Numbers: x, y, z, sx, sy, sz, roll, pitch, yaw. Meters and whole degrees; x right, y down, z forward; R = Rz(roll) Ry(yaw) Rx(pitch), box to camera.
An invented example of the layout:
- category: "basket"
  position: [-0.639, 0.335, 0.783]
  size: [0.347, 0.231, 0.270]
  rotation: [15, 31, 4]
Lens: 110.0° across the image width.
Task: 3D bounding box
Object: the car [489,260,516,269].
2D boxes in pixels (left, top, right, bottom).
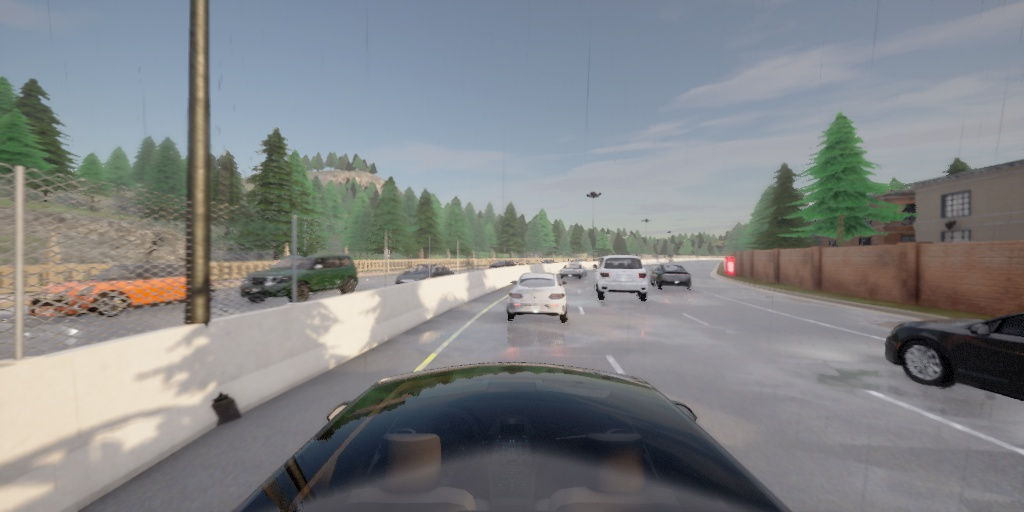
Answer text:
- category: "car"
  position: [-1.322, 1.294, 51.956]
  size: [2.033, 1.411, 5.357]
  rotation: [0, 0, 28]

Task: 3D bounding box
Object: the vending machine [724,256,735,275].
- category: "vending machine"
  position: [22.746, 1.047, 37.416]
  size: [1.100, 2.100, 0.880]
  rotation: [0, 0, 27]

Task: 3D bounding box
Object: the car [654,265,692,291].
- category: "car"
  position: [10.015, 1.287, 22.841]
  size: [2.128, 1.511, 4.902]
  rotation: [0, 0, 14]

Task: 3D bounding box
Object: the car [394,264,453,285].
- category: "car"
  position: [-4.966, 1.221, 20.840]
  size: [2.128, 1.511, 4.902]
  rotation: [0, 0, 12]

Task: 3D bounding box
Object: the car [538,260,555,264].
- category: "car"
  position: [5.542, 1.341, 57.075]
  size: [1.994, 1.385, 4.181]
  rotation: [0, 0, 31]

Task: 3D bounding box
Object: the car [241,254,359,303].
- category: "car"
  position: [-9.305, 0.931, 16.422]
  size: [2.150, 2.045, 5.566]
  rotation: [0, 0, 8]

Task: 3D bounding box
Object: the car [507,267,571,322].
- category: "car"
  position: [0.914, 1.280, 12.323]
  size: [1.812, 1.442, 4.674]
  rotation: [0, 0, 6]

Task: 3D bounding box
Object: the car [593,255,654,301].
- category: "car"
  position: [5.312, 0.996, 17.965]
  size: [2.150, 2.045, 5.566]
  rotation: [0, 0, 11]

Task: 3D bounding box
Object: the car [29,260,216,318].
- category: "car"
  position: [-13.287, 1.044, 12.679]
  size: [2.097, 1.767, 4.553]
  rotation: [0, 0, 7]

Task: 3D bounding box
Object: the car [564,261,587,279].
- category: "car"
  position: [5.692, 1.377, 32.690]
  size: [1.895, 1.301, 4.718]
  rotation: [0, 0, 19]

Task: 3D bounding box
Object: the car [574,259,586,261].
- category: "car"
  position: [11.274, 1.281, 59.913]
  size: [1.882, 1.535, 5.008]
  rotation: [0, 0, 31]

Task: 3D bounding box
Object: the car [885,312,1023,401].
- category: "car"
  position: [7.251, 1.287, 4.082]
  size: [1.837, 1.490, 4.892]
  rotation: [0, 0, 2]
